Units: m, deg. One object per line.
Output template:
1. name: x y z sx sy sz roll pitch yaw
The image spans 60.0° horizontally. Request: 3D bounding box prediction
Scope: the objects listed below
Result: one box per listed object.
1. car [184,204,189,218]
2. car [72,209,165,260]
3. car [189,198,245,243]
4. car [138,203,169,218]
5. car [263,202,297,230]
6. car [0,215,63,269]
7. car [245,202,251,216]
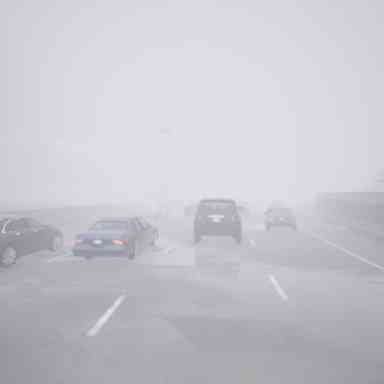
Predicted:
1. car: 0.664 1.621 31.537 1.882 1.535 5.008 0 0 13
2. car: -2.642 1.602 12.750 2.033 1.411 5.357 0 0 6
3. car: 1.374 1.299 16.755 2.150 2.045 5.566 0 0 7
4. car: -3.432 1.655 29.364 1.812 1.442 4.674 0 0 12
5. car: 5.721 1.654 21.919 2.033 1.411 5.357 0 0 10
6. car: -6.241 1.549 11.430 1.837 1.490 4.892 0 0 5
7. car: 5.101 1.689 34.672 1.812 1.442 4.674 0 0 15
